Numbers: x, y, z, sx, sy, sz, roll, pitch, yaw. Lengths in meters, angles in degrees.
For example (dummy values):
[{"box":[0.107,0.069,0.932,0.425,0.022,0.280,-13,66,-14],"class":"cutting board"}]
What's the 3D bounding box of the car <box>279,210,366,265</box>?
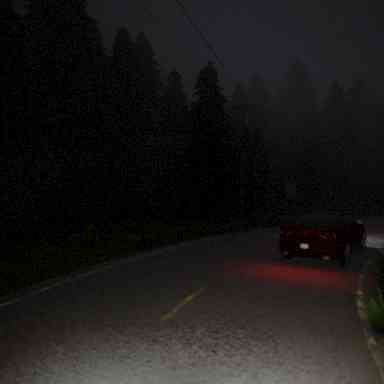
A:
[{"box":[4.652,1.370,11.501,1.882,1.535,5.008,0,1,36],"class":"car"}]
